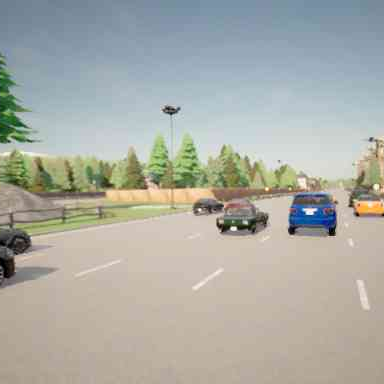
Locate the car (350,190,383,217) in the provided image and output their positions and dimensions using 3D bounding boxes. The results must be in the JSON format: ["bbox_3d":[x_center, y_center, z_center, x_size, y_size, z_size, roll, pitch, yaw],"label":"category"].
[{"bbox_3d":[14.261,0.995,26.932,2.097,1.767,4.553,-1,0,24],"label":"car"}]

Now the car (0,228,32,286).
[{"bbox_3d":[-6.025,1.570,6.683,2.128,1.511,4.902,-1,0,24],"label":"car"}]

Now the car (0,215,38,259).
[{"bbox_3d":[-7.756,1.655,11.429,1.994,1.385,4.181,-1,0,24],"label":"car"}]

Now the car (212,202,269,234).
[{"bbox_3d":[2.934,1.477,18.336,1.895,1.301,4.718,-1,0,24],"label":"car"}]

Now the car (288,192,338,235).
[{"bbox_3d":[6.532,1.038,17.842,2.150,2.045,5.566,-1,0,24],"label":"car"}]

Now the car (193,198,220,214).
[{"bbox_3d":[1.658,1.348,32.904,1.837,1.490,4.892,-1,0,24],"label":"car"}]

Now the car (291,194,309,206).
[{"bbox_3d":[14.768,1.069,45.411,1.837,1.490,4.892,-1,0,24],"label":"car"}]

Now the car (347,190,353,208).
[{"bbox_3d":[19.249,0.736,38.386,2.150,2.045,5.566,-1,1,24],"label":"car"}]

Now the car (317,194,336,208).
[{"bbox_3d":[16.277,1.035,40.133,1.882,1.535,5.008,-1,0,24],"label":"car"}]

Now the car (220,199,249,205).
[{"bbox_3d":[4.444,1.328,30.541,1.812,1.442,4.674,-1,0,24],"label":"car"}]
